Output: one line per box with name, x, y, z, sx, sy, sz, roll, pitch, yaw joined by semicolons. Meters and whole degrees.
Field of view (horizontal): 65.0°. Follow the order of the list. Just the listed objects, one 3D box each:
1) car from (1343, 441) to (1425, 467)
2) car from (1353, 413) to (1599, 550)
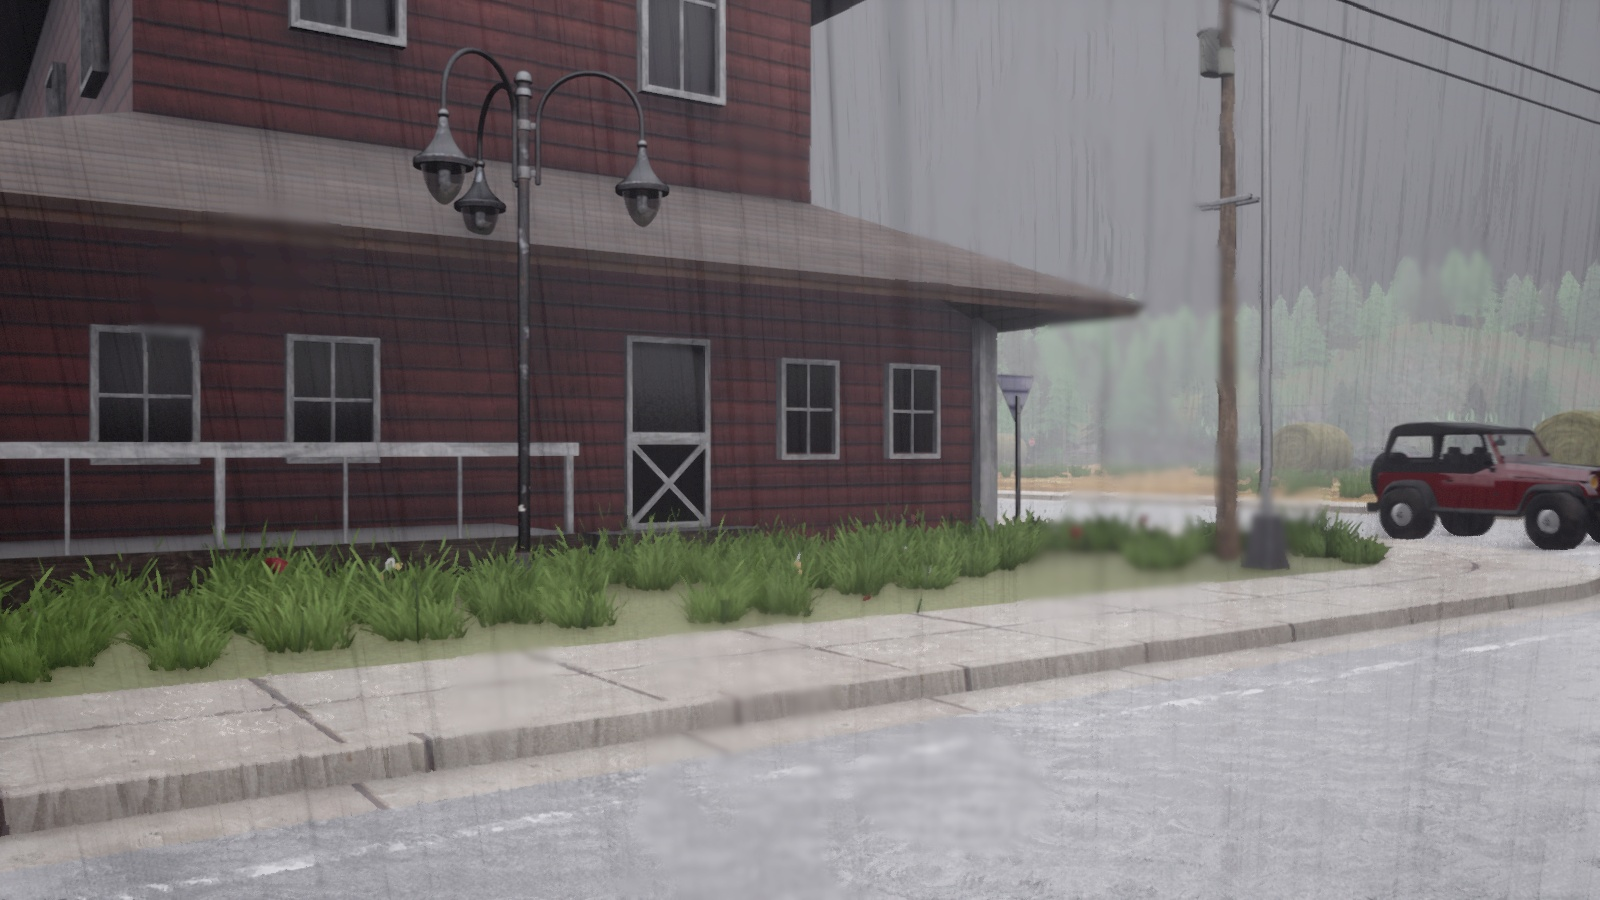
car;39.715;0.260;85.523;2.242;1.667;4.611;0;0;-32
car;10.829;0.436;19.318;1.905;1.878;3.866;0;0;-29
